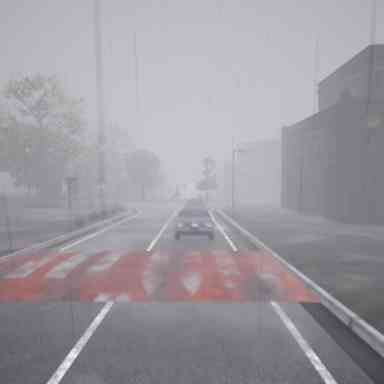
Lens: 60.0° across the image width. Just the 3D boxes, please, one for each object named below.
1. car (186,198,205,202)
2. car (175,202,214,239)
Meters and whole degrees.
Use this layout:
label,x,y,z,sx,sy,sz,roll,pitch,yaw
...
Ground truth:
label,x,y,z,sx,sy,sz,roll,pitch,yaw
car,0.350,1.303,32.880,1.994,1.385,4.181,0,0,2
car,0.105,1.429,16.577,2.033,1.411,5.357,0,1,0
